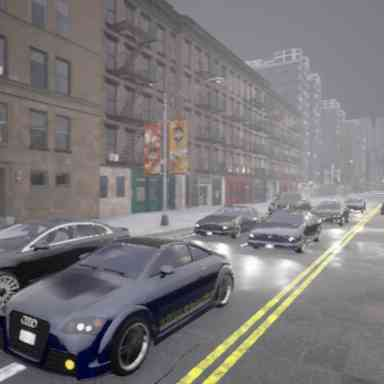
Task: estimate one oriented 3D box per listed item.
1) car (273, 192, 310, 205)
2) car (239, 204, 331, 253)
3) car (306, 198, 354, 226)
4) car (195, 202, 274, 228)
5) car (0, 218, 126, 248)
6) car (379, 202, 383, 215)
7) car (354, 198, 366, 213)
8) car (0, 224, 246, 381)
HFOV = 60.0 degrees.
[{"bbox_3d":[7.734,1.010,25.773,2.150,2.045,5.566,1,1,32],"label":"car"},{"bbox_3d":[4.014,1.436,13.548,2.033,1.411,5.357,1,1,31],"label":"car"},{"bbox_3d":[9.179,1.339,21.933,1.837,1.490,4.892,1,1,32],"label":"car"},{"bbox_3d":[2.147,1.395,16.726,2.033,1.411,5.357,1,1,31],"label":"car"},{"bbox_3d":[-3.415,1.395,7.701,2.128,1.511,4.902,1,1,30],"label":"car"},{"bbox_3d":[18.450,1.324,30.561,1.812,1.442,4.674,1,1,32],"label":"car"},{"bbox_3d":[16.714,1.302,34.033,2.033,1.411,5.357,1,1,32],"label":"car"},{"bbox_3d":[-0.887,1.502,5.587,1.994,1.385,4.181,1,1,31],"label":"car"}]
